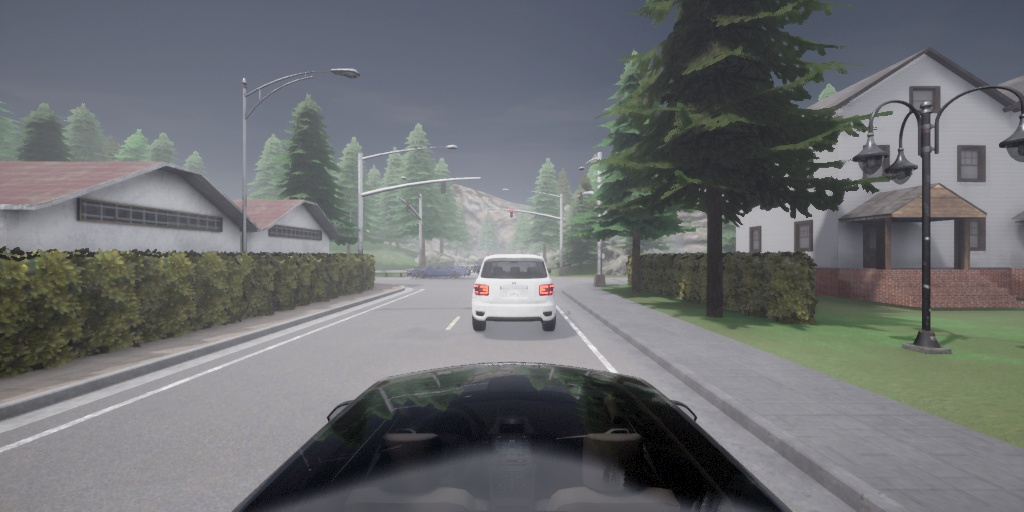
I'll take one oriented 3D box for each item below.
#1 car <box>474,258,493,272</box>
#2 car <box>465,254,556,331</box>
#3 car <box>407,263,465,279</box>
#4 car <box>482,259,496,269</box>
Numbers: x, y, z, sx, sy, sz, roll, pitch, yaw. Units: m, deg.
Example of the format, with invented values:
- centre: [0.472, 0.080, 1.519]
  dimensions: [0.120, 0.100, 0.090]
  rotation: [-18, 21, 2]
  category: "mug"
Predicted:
- centre: [-3.582, 1.102, 45.572]
  dimensions: [2.097, 1.767, 4.553]
  rotation: [0, 0, 0]
  category: "car"
- centre: [0.066, 0.971, 11.088]
  dimensions: [2.150, 2.045, 5.566]
  rotation: [0, 0, 0]
  category: "car"
- centre: [-6.285, 1.289, 31.281]
  dimensions: [5.357, 1.411, 2.033]
  rotation: [0, 0, 0]
  category: "car"
- centre: [-3.574, 1.276, 55.557]
  dimensions: [1.812, 1.442, 4.674]
  rotation: [0, 0, 0]
  category: "car"
